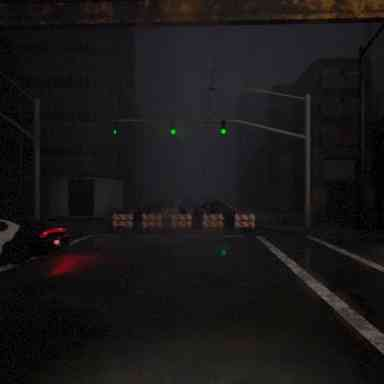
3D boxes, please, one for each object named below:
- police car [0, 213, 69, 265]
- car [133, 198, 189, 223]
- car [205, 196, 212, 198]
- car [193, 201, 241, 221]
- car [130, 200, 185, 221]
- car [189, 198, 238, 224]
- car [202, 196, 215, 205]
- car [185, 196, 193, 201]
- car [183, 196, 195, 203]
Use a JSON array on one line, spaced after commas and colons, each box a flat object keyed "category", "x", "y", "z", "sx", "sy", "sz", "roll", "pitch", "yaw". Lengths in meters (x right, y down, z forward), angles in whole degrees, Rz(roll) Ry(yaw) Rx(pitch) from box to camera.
[{"category": "police car", "x": -6.883, "y": 1.509, "z": 11.168, "sx": 4.974, "sy": 1.542, "sz": 2.038, "roll": 0, "pitch": 0, "yaw": 2}, {"category": "car", "x": -2.444, "y": 1.452, "z": 24.586, "sx": 2.038, "sy": 1.542, "sz": 4.974, "roll": 0, "pitch": 0, "yaw": 27}, {"category": "car", "x": 2.540, "y": 1.452, "z": 50.675, "sx": 2.038, "sy": 1.542, "sz": 4.974, "roll": 0, "pitch": 0, "yaw": 2}, {"category": "car", "x": 1.682, "y": 1.295, "z": 24.139, "sx": 1.853, "sy": 1.218, "sz": 4.536, "roll": 0, "pitch": 0, "yaw": -18}, {"category": "car", "x": -2.420, "y": 1.295, "z": 24.632, "sx": 1.853, "sy": 1.218, "sz": 4.536, "roll": 0, "pitch": 0, "yaw": 27}, {"category": "car", "x": 1.698, "y": 1.452, "z": 24.090, "sx": 2.038, "sy": 1.542, "sz": 4.974, "roll": 0, "pitch": 0, "yaw": -18}, {"category": "car", "x": 2.542, "y": 1.295, "z": 50.727, "sx": 1.853, "sy": 1.218, "sz": 4.536, "roll": 0, "pitch": 0, "yaw": 2}, {"category": "car", "x": -0.500, "y": 1.452, "z": 59.345, "sx": 2.038, "sy": 1.542, "sz": 4.974, "roll": 0, "pitch": 0, "yaw": 2}, {"category": "car", "x": -0.498, "y": 1.295, "z": 59.396, "sx": 1.853, "sy": 1.218, "sz": 4.536, "roll": 0, "pitch": 0, "yaw": 2}]
